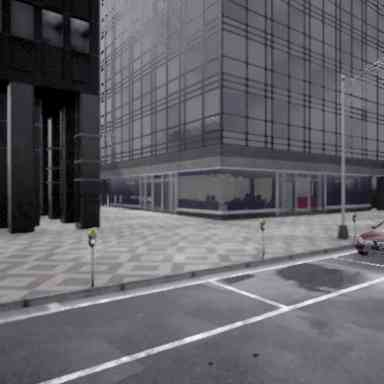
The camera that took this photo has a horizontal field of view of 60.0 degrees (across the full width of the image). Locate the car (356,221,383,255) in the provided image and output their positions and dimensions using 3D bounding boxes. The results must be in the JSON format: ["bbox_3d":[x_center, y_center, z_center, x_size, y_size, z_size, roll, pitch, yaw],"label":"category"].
[{"bbox_3d":[7.704,1.604,12.143,4.206,1.307,1.802,0,0,-35],"label":"car"}]
